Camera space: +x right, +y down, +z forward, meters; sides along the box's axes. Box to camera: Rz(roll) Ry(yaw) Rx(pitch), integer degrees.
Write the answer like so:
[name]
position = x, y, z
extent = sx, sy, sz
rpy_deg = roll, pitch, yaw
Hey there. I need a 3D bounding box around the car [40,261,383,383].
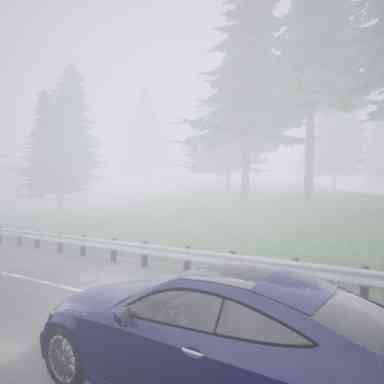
[car]
position = 0.274, 1.535, 3.682
extent = 4.674, 1.442, 1.812
rpy_deg = -1, 0, 35
